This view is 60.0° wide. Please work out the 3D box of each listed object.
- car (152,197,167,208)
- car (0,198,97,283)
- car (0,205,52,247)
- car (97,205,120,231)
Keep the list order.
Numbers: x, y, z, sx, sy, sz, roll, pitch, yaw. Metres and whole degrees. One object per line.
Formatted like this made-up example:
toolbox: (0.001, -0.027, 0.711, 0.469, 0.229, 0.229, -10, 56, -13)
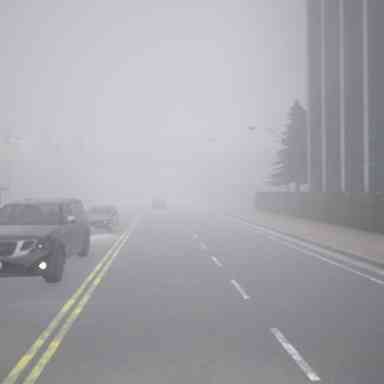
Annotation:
car: (-4.454, 1.422, 45.030, 1.994, 1.385, 4.181, -1, 0, -6)
car: (-4.544, 1.237, 9.966, 2.150, 2.045, 5.566, -1, 0, -6)
car: (-8.690, 1.530, 16.186, 2.128, 1.511, 4.902, -1, 0, -6)
car: (-5.614, 1.542, 20.553, 2.033, 1.411, 5.357, -1, 0, -6)
